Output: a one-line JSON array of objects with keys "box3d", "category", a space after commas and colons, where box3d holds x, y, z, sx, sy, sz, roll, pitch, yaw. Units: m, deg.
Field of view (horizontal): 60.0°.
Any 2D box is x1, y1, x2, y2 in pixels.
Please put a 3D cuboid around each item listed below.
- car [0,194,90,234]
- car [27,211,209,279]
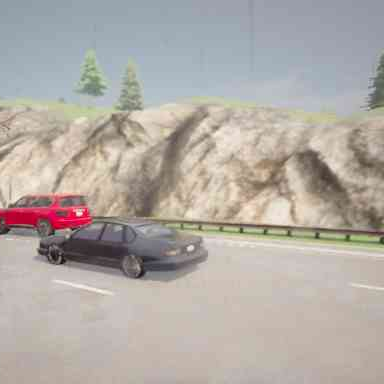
[{"box3d": [-7.670, 1.121, 16.938, 5.566, 2.045, 2.150, 0, 0, 28], "category": "car"}, {"box3d": [-2.187, 1.473, 9.719, 5.357, 1.411, 2.033, 0, 1, 31], "category": "car"}]
